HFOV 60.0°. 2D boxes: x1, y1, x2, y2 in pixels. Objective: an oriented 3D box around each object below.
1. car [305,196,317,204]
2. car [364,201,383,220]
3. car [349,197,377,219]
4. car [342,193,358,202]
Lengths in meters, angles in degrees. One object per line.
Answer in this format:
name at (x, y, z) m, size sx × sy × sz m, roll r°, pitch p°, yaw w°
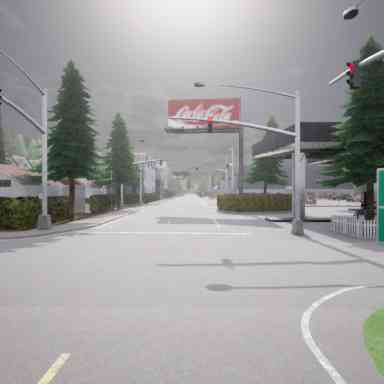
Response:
car at (22.532, 1.553, 64.012) m, size 1.970 × 1.475 × 3.806 m, roll 0°, pitch 0°, yaw 0°
car at (18.709, 1.672, 30.617) m, size 4.611 × 1.667 × 2.242 m, roll 0°, pitch 0°, yaw 0°
car at (14.379, 1.505, 24.949) m, size 3.866 × 1.878 × 1.905 m, roll 0°, pitch 0°, yaw 0°
car at (34.940, 1.490, 71.797) m, size 2.007 × 1.523 × 4.514 m, roll 0°, pitch 0°, yaw 0°
